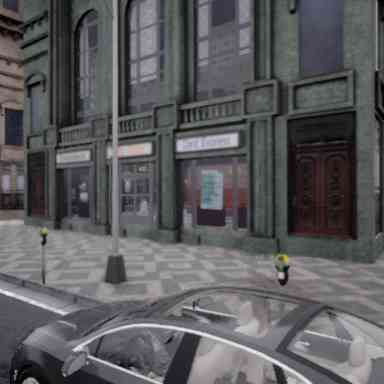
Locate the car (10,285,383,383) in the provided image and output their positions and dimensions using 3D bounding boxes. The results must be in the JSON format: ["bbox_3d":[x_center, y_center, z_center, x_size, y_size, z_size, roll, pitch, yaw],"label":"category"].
[{"bbox_3d":[0.141,1.551,2.866,4.403,1.369,2.008,0,0,35],"label":"car"}]
